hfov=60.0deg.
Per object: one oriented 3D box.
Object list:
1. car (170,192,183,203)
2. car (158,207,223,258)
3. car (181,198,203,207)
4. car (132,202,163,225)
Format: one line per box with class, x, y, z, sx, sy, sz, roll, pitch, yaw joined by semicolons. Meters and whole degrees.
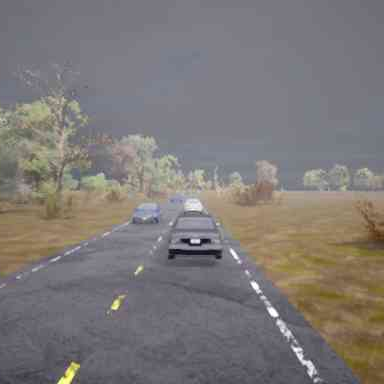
car;-3.018;1.058;64.993;2.150;2.045;5.566;0;0;0
car;0.098;1.513;12.513;2.033;1.411;5.357;0;0;0
car;0.097;1.439;33.992;1.812;1.442;4.674;0;0;0
car;-3.091;1.465;23.938;1.812;1.442;4.674;0;0;0
